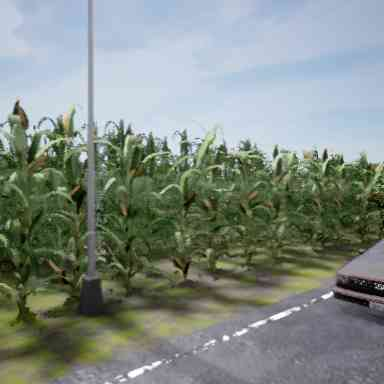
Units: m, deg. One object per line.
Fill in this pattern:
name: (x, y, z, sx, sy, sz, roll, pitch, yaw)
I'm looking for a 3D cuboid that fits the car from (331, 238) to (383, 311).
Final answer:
car: (5.184, 1.543, 7.352, 5.357, 1.411, 2.033, 0, 0, -40)
